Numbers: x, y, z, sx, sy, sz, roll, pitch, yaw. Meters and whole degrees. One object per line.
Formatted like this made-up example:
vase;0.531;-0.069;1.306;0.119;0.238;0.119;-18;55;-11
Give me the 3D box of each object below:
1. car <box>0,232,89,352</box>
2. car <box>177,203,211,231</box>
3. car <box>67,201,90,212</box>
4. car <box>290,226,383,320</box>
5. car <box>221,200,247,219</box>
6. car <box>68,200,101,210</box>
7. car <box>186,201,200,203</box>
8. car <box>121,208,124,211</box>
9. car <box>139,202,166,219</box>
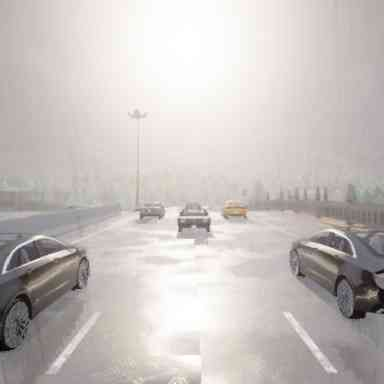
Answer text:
car;-3.389;1.491;6.130;2.128;1.511;4.902;0;0;0
car;0.118;1.602;20.342;1.895;1.301;4.718;0;0;0
car;-17.475;2.266;51.544;1.882;1.535;5.008;0;-5;0
car;3.611;1.493;7.280;2.128;1.511;4.902;0;0;0
car;3.627;1.481;29.481;1.882;1.535;5.008;0;0;0
car;-10.552;1.532;33.765;1.812;1.442;4.674;0;0;0
car;0.138;1.754;41.609;1.994;1.385;4.181;0;-2;0
car;-13.943;3.657;62.965;1.895;1.301;4.718;0;-7;0
car;-3.374;1.548;28.871;2.033;1.411;5.357;0;0;0
